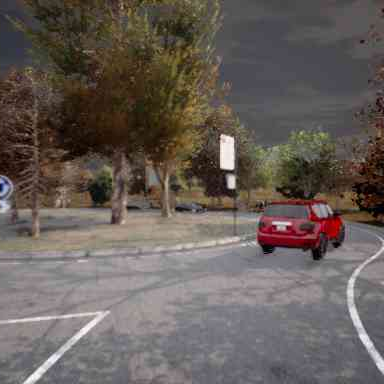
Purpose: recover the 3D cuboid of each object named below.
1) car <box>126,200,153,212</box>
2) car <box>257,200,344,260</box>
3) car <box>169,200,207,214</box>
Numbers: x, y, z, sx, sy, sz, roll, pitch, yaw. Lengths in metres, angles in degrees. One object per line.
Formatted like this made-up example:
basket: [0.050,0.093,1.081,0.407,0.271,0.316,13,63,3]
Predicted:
car: [-7.230,1.674,41.011,4.902,1.511,2.128,1,0,0]
car: [4.528,1.327,13.372,2.150,2.045,5.566,0,-1,35]
car: [-0.582,1.747,39.295,4.902,1.511,2.128,0,0,29]
